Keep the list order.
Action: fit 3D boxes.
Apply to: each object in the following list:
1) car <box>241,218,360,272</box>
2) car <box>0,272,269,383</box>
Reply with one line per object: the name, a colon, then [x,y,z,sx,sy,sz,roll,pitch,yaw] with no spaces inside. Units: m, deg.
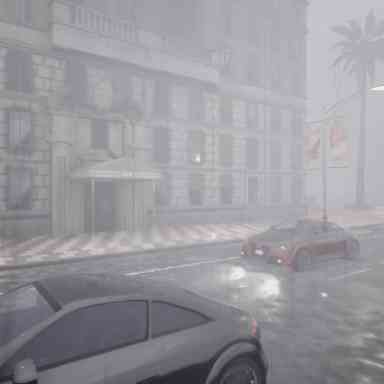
car: [3.580,1.563,10.803,4.181,1.385,1.994,0,0,-35]
car: [-1.251,1.564,3.095,4.181,1.385,1.994,0,0,-35]
